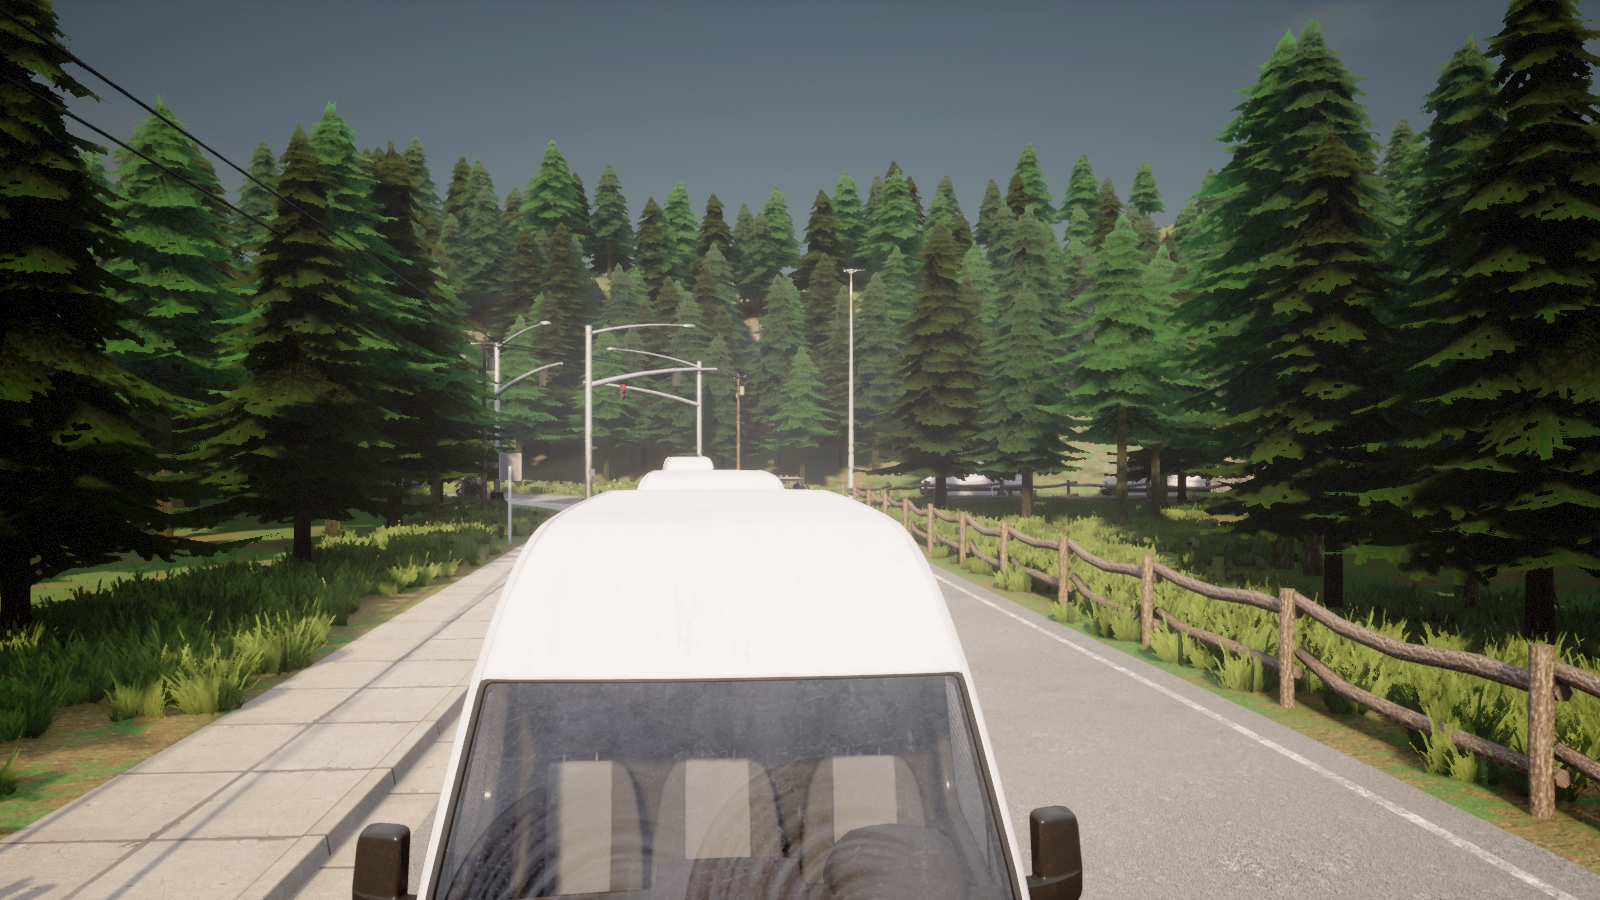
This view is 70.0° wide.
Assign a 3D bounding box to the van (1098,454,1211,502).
[{"bbox_3d":[19.832,1.534,63.899,5.915,2.561,1.988,0,0,21],"label":"van"}]

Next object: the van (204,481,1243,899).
[{"bbox_3d":[-0.347,1.499,5.139,1.988,2.561,5.915,0,0,-5],"label":"van"}]
